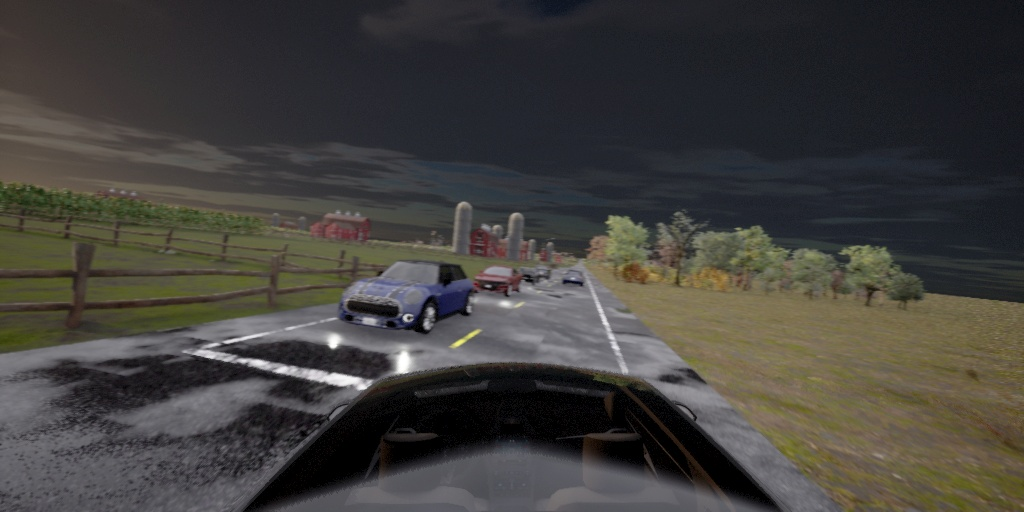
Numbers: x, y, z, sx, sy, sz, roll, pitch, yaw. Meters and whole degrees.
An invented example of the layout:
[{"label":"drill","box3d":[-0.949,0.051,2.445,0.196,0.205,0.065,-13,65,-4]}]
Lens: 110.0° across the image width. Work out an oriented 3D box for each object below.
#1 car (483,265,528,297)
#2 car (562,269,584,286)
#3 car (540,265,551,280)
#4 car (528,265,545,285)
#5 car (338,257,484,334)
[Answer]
[{"label":"car","box3d":[-0.662,1.255,19.821,1.882,1.535,5.008,6,0,11]},{"label":"car","box3d":[5.994,2.093,34.849,1.994,1.385,4.181,6,0,11]},{"label":"car","box3d":[3.294,1.772,39.959,2.128,1.511,4.902,6,0,11]},{"label":"car","box3d":[1.258,1.624,29.778,1.895,1.301,4.718,6,0,11]},{"label":"car","box3d":[-2.585,0.884,9.980,2.097,1.767,4.553,6,0,12]}]
